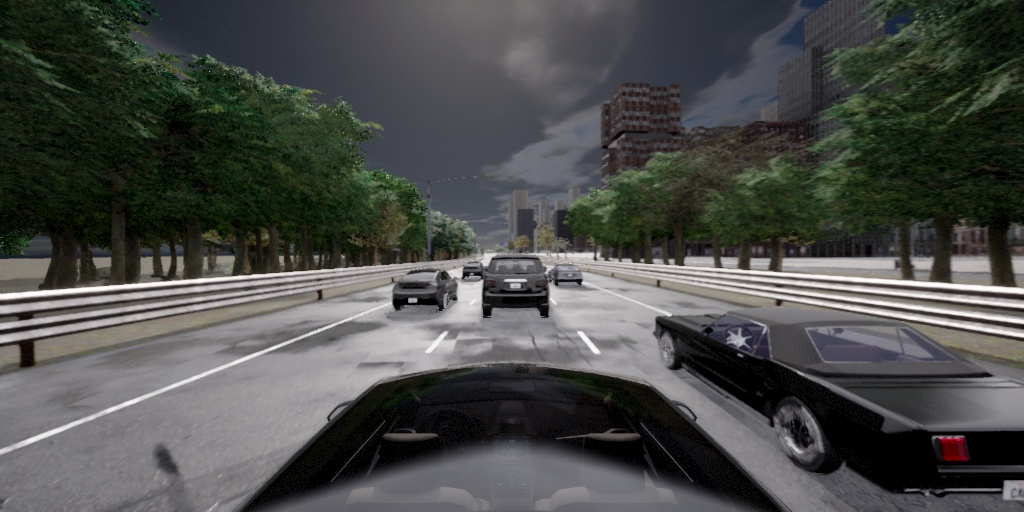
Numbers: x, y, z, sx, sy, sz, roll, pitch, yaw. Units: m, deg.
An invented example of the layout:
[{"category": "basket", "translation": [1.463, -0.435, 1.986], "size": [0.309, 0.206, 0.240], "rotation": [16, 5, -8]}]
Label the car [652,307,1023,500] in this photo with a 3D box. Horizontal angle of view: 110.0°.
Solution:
[{"category": "car", "translation": [3.569, 1.329, 4.694], "size": [1.895, 1.301, 4.718], "rotation": [0, 0, 1]}]

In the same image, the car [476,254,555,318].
[{"category": "car", "translation": [0.140, 0.965, 13.190], "size": [2.150, 2.045, 5.566], "rotation": [0, 0, 1]}]

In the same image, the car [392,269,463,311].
[{"category": "car", "translation": [-3.364, 1.268, 14.622], "size": [1.837, 1.490, 4.892], "rotation": [0, 0, 0]}]

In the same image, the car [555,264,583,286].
[{"category": "car", "translation": [3.664, 1.267, 25.099], "size": [2.033, 1.411, 5.357], "rotation": [0, 0, 0]}]

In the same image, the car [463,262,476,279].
[{"category": "car", "translation": [-3.350, 1.261, 32.278], "size": [1.837, 1.490, 4.892], "rotation": [0, 0, 0]}]
